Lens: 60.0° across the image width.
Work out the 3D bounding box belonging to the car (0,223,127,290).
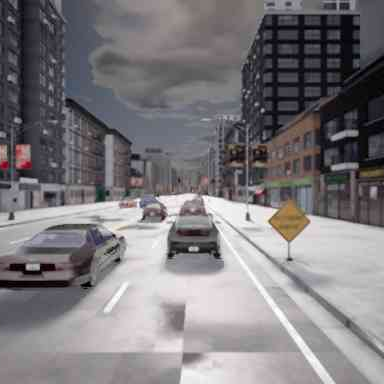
[{"bbox_3d":[-3.206,1.575,9.252,2.033,1.411,5.357,0,0,0],"label":"car"}]

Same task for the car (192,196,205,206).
[{"bbox_3d":[1.137,1.554,59.769,2.097,1.767,4.553,0,0,0],"label":"car"}]

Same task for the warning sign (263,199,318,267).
[{"bbox_3d":[2.854,1.145,9.797,1.300,1.860,1.060,0,0,0],"label":"warning sign"}]

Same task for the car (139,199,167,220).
[{"bbox_3d":[-3.174,1.622,28.916,1.812,1.442,4.674,0,0,0],"label":"car"}]

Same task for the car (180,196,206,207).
[{"bbox_3d":[0.069,1.443,27.676,2.097,1.767,4.553,0,0,0],"label":"car"}]

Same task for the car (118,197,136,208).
[{"bbox_3d":[-9.823,1.530,50.923,2.097,1.767,4.553,0,0,0],"label":"car"}]

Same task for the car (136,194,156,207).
[{"bbox_3d":[-6.579,1.396,50.256,2.150,2.045,5.566,0,0,0],"label":"car"}]

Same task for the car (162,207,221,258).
[{"bbox_3d":[0.069,1.545,12.871,1.837,1.490,4.892,0,0,0],"label":"car"}]
